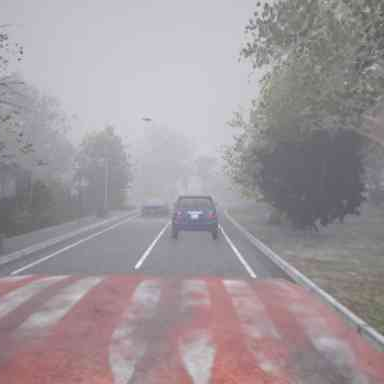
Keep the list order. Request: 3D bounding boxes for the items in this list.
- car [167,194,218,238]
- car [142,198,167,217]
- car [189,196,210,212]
[{"bbox_3d":[0.152,1.114,17.091,2.150,2.045,5.566,0,1,1],"label":"car"},{"bbox_3d":[-2.999,1.226,28.070,1.882,1.535,5.008,0,0,2],"label":"car"},{"bbox_3d":[0.815,1.219,34.213,1.837,1.490,4.892,0,0,5],"label":"car"}]
